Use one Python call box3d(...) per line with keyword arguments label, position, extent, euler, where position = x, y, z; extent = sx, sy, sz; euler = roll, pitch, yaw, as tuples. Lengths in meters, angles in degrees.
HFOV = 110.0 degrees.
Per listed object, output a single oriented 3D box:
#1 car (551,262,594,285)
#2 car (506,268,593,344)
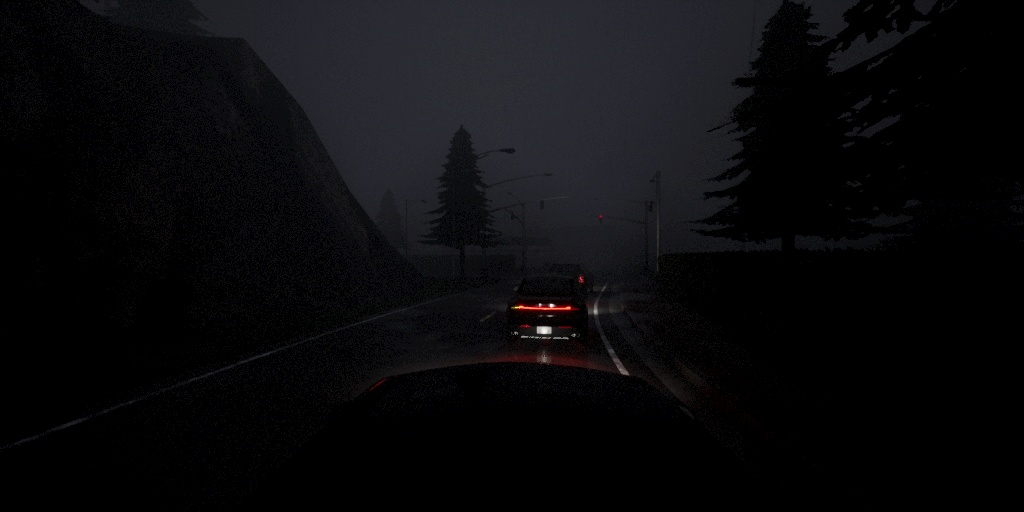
box3d(label="car", position=(3.024, 1.100, 18.569), extent=(2.097, 1.767, 4.553), euler=(0, 0, 17))
box3d(label="car", position=(1.021, 1.254, 9.648), extent=(1.837, 1.490, 4.892), euler=(0, 0, 9))
